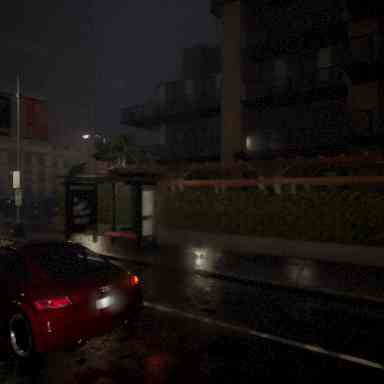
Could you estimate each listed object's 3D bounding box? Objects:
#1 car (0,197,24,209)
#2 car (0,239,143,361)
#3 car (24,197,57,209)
[{"bbox_3d":[-24.145,1.496,43.416,1.837,1.490,4.892,0,0,36],"label":"car"},{"bbox_3d":[-2.876,1.563,5.998,4.181,1.385,1.994,0,0,36],"label":"car"},{"bbox_3d":[-19.194,1.496,44.364,1.837,1.490,4.892,0,0,35],"label":"car"}]
